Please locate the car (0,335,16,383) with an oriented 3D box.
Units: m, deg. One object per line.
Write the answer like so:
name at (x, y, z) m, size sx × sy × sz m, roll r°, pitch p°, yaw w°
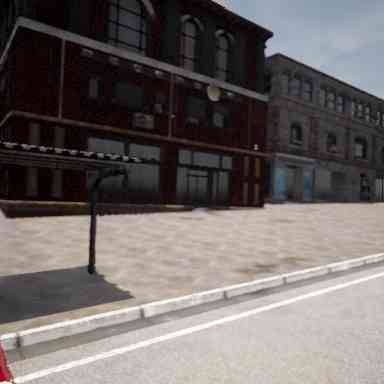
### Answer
car at (-3.172, 1.336, 1.335) m, size 4.553 × 1.767 × 2.097 m, roll 1°, pitch 0°, yaw -36°
